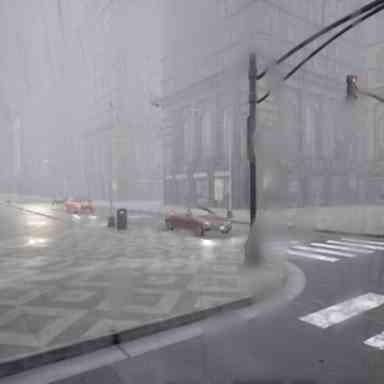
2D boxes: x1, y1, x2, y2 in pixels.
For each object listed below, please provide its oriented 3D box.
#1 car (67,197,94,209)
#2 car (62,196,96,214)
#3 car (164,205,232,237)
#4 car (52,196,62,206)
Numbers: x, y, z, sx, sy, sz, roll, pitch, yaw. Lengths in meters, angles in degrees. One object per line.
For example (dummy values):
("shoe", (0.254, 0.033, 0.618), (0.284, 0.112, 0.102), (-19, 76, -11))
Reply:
("car", (-15.230, 1.415, 45.083), (2.033, 1.411, 5.357), (-1, 0, -35))
("car", (-11.608, 1.267, 34.578), (2.097, 1.767, 4.553), (-1, 0, -35))
("car", (0.168, 1.462, 18.034), (1.812, 1.442, 4.674), (-1, 1, -34))
("car", (-20.865, 1.372, 52.901), (1.812, 1.442, 4.674), (-1, 0, -35))
